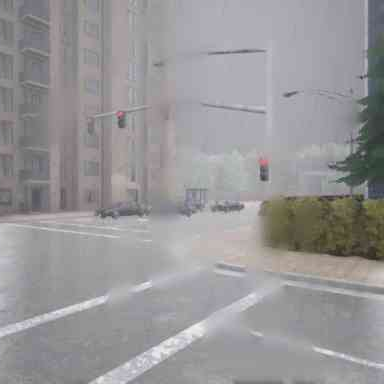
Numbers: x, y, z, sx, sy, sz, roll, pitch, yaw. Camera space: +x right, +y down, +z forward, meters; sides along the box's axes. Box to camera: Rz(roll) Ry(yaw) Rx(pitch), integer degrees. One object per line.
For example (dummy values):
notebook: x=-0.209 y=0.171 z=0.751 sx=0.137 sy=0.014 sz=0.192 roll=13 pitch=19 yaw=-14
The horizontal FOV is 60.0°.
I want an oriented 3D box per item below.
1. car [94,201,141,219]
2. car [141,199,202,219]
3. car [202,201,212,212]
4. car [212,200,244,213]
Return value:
car: x=-6.012 y=1.547 z=29.424 sx=2.033 sy=1.411 sz=5.357 roll=0 pitch=0 yaw=36
car: x=-1.677 y=1.547 z=29.435 sx=2.033 sy=1.411 sz=5.357 roll=0 pitch=0 yaw=36
car: x=-0.329 y=1.491 z=37.228 sx=2.128 sy=1.511 sz=4.902 roll=0 pitch=0 yaw=36
car: x=3.970 y=1.601 z=37.183 sx=1.895 sy=1.301 sz=4.718 roll=0 pitch=0 yaw=36
